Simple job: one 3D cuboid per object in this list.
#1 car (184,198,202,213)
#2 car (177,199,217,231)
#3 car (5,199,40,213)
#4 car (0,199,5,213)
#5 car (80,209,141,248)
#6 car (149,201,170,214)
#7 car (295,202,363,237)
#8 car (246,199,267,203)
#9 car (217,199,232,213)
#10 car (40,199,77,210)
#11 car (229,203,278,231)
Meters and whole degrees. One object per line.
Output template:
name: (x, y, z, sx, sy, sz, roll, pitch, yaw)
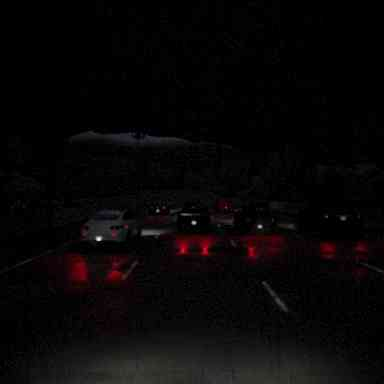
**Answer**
car: (0.124, 1.496, 37.831, 1.882, 1.535, 5.008, 0, -1, 0)
car: (0.112, 1.430, 20.140, 2.128, 1.511, 4.902, 0, 0, 0)
car: (-17.572, 1.481, 35.933, 1.882, 1.535, 5.008, 0, 0, 0)
car: (-21.069, 1.498, 36.370, 2.128, 1.511, 4.902, 0, 0, 0)
car: (-3.391, 1.465, 14.420, 1.812, 1.442, 4.674, 0, 0, 0)
car: (-3.378, 1.599, 35.239, 1.895, 1.301, 4.718, 0, 0, 0)
car: (7.111, 1.288, 17.753, 2.097, 1.767, 4.553, 0, 0, 0)
car: (7.123, 1.512, 36.382, 1.837, 1.490, 4.892, 0, 0, 0)
car: (3.623, 1.496, 37.818, 1.882, 1.535, 5.008, 0, -1, 0)
car: (-14.072, 1.481, 35.939, 1.882, 1.535, 5.008, 0, 0, 0)
car: (3.612, 1.539, 19.860, 1.895, 1.301, 4.718, 0, 0, 0)
